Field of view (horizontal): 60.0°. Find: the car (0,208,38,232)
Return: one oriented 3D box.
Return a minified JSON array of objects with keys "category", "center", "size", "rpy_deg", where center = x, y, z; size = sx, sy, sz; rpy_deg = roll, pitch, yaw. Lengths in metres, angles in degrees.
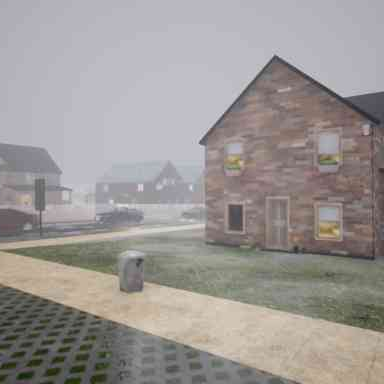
[{"category":"car","center":[-12.254,1.762,20.846],"size":[1.882,1.535,5.008],"rpy_deg":[0,-2,33]}]

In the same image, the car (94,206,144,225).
[{"category":"car","center":[-6.352,2.027,29.352],"size":[2.128,1.511,4.902],"rpy_deg":[0,-2,35]}]

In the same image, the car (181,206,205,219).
[{"category":"car","center":[0.942,2.403,39.732],"size":[2.033,1.411,5.357],"rpy_deg":[0,-2,35]}]
